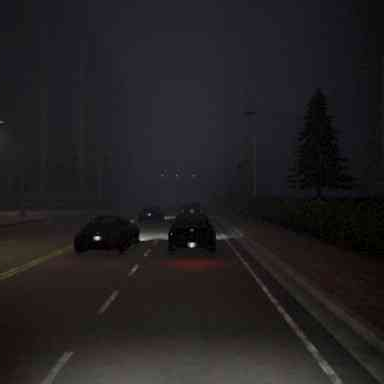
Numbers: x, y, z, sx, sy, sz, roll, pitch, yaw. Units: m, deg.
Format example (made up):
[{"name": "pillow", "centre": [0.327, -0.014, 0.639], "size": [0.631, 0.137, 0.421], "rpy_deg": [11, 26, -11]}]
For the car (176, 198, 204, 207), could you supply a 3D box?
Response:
[{"name": "car", "centre": [-0.002, 1.624, 29.087], "size": [2.097, 1.767, 4.553], "rpy_deg": [0, -1, 0]}]

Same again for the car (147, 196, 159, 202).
[{"name": "car", "centre": [-10.517, 2.097, 93.100], "size": [2.150, 2.045, 5.566], "rpy_deg": [0, -1, 0]}]

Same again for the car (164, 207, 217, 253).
[{"name": "car", "centre": [0.002, 1.643, 14.315], "size": [1.837, 1.490, 4.892], "rpy_deg": [0, 0, 0]}]

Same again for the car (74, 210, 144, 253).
[{"name": "car", "centre": [-3.499, 1.700, 14.320], "size": [1.994, 1.385, 4.181], "rpy_deg": [0, 0, 0]}]

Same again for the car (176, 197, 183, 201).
[{"name": "car", "centre": [-3.518, 2.413, 93.967], "size": [1.994, 1.385, 4.181], "rpy_deg": [0, -1, 0]}]

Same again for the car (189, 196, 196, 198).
[{"name": "car", "centre": [-0.017, 2.080, 93.742], "size": [2.150, 2.045, 5.566], "rpy_deg": [0, -1, 0]}]

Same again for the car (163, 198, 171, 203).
[{"name": "car", "centre": [-7.017, 2.425, 93.127], "size": [1.994, 1.385, 4.181], "rpy_deg": [0, -1, 0]}]

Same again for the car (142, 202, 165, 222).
[{"name": "car", "centre": [-3.501, 1.840, 29.253], "size": [1.994, 1.385, 4.181], "rpy_deg": [0, -1, 0]}]
